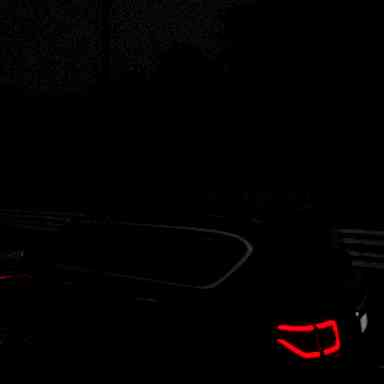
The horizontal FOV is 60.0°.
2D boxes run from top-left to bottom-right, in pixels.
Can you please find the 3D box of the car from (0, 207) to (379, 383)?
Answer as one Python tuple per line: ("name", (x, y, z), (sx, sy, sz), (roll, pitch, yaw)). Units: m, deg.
("car", (-0.675, 1.225, 4.473), (5.566, 2.045, 2.150), (0, 0, 36))
